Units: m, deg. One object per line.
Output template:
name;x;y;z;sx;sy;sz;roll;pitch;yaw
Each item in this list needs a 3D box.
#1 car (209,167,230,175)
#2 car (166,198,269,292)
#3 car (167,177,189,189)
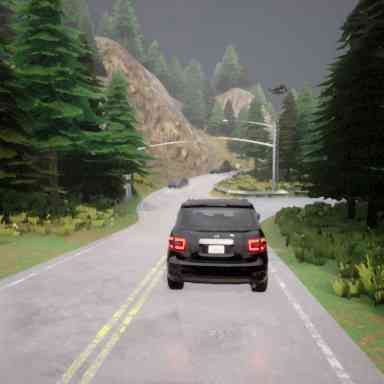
car;5.443;-4.261;65.189;2.033;1.411;5.357;4;11;39
car;0.704;1.172;9.001;2.150;2.045;5.566;0;0;5
car;-1.908;-1.362;48.273;2.033;1.411;5.357;1;10;17
